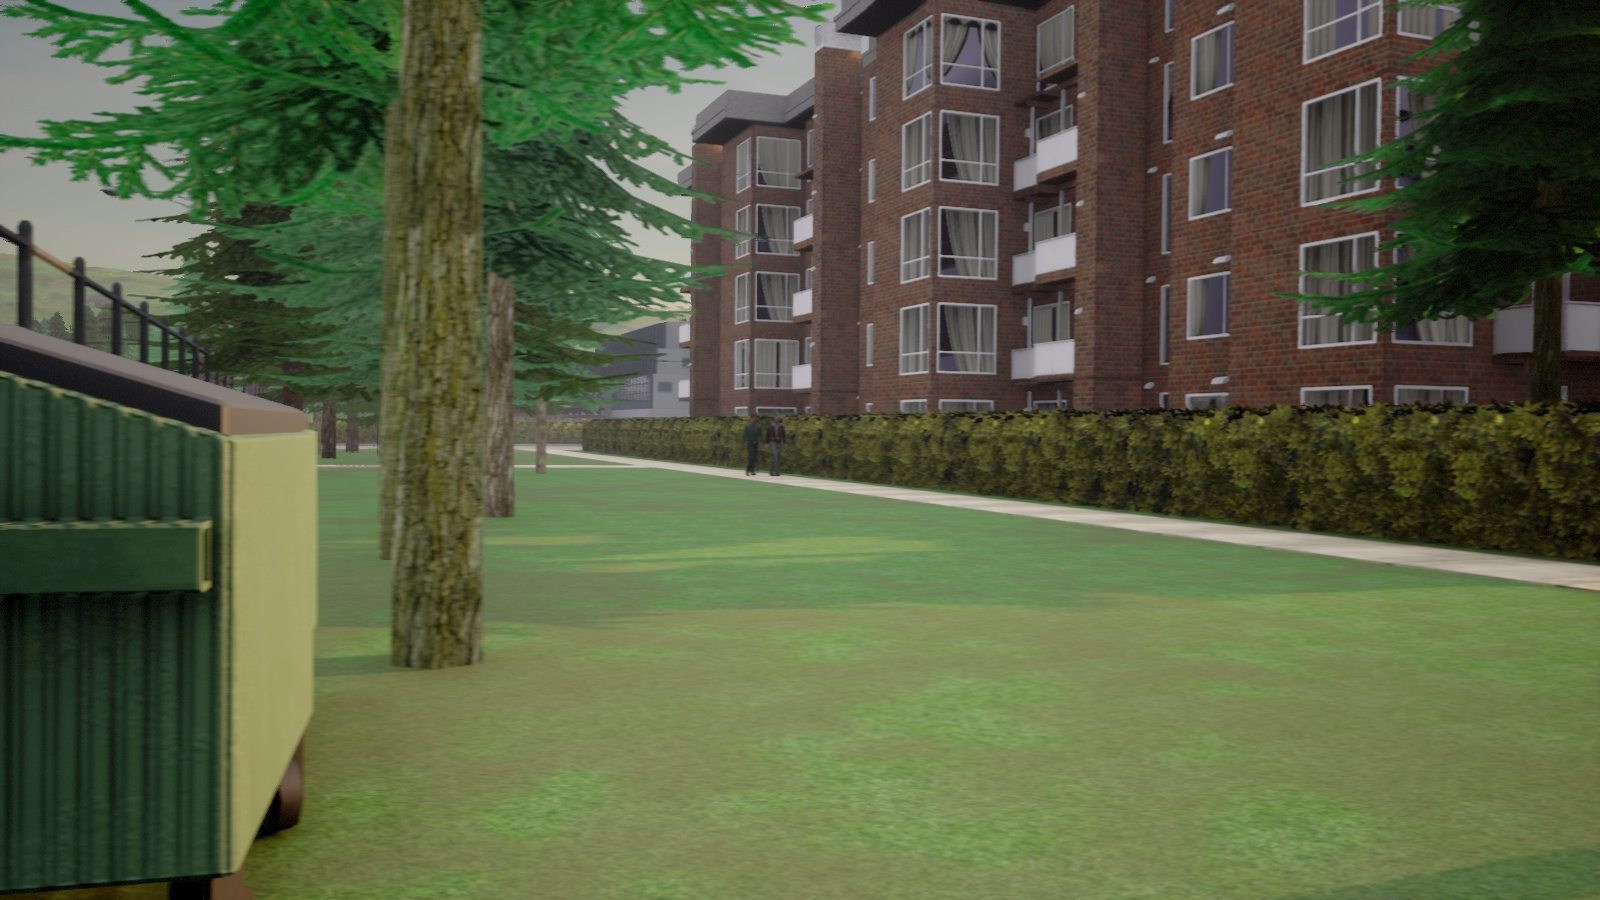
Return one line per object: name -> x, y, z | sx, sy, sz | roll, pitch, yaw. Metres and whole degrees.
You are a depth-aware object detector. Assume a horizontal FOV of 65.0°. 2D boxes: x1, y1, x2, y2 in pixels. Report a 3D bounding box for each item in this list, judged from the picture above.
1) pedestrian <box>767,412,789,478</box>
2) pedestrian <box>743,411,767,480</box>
pedestrian -> -0.634, -0.149, 35.838 | 0.376, 1.854, 0.720 | -1, 1, -21
pedestrian -> -1.302, -0.145, 36.020 | 0.423, 1.949, 0.788 | -1, 1, -21
